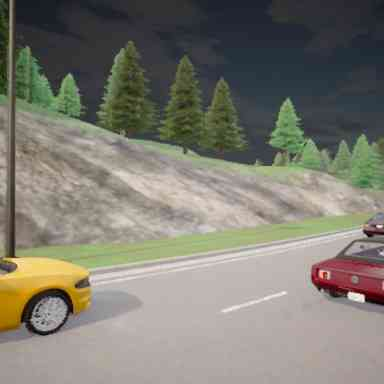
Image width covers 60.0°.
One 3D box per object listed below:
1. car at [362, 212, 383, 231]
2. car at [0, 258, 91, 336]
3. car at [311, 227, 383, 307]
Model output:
[{"bbox_3d":[11.267,1.830,18.689,2.033,1.411,5.357,-1,-1,44],"label":"car"},{"bbox_3d":[-4.156,1.547,5.213,5.008,1.535,1.882,0,-1,-35],"label":"car"},{"bbox_3d":[4.791,1.720,7.729,4.718,1.301,1.895,1,-1,-41],"label":"car"}]
